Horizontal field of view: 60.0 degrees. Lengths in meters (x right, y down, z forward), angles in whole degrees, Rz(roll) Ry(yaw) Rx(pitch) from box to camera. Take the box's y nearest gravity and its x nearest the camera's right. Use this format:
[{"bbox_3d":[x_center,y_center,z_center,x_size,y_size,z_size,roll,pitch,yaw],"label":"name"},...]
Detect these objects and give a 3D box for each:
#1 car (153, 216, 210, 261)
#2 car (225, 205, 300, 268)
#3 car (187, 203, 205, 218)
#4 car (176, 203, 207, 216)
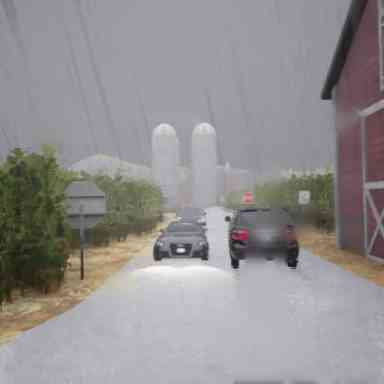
[{"bbox_3d":[-0.329,1.896,13.606,1.994,1.385,4.181,-1,-1,2],"label":"car"},{"bbox_3d":[2.468,1.507,12.479,2.150,2.045,5.566,-1,-1,5],"label":"car"},{"bbox_3d":[0.535,2.100,38.887,1.882,1.535,5.008,-1,-1,2],"label":"car"},{"bbox_3d":[-0.010,1.859,23.877,2.097,1.767,4.553,-1,-1,2],"label":"car"}]
